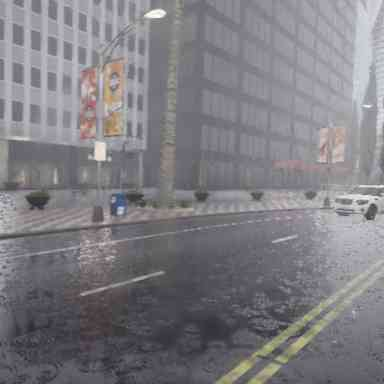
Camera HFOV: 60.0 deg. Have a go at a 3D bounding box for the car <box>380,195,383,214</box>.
[{"bbox_3d":[12.137,1.057,17.255,4.892,1.490,1.837,0,3,-33],"label":"car"}]

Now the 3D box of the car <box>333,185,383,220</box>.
[{"bbox_3d":[11.340,0.566,20.931,5.566,2.045,2.150,0,3,-32],"label":"car"}]
